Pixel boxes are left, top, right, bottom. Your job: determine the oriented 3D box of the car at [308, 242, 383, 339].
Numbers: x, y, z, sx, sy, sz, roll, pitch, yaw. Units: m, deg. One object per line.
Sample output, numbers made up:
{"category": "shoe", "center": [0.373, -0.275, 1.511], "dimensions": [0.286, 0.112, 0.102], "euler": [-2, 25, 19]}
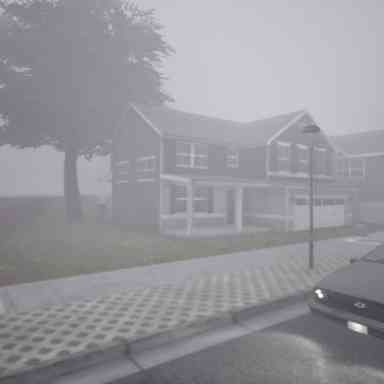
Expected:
{"category": "car", "center": [4.529, 1.544, 6.286], "dimensions": [5.357, 1.411, 2.033], "euler": [0, 0, -35]}
